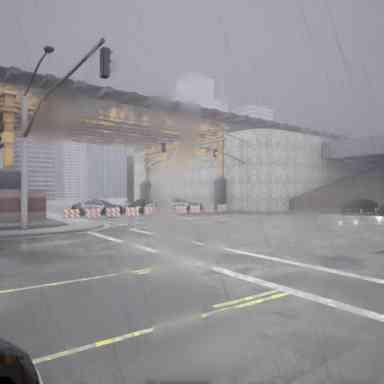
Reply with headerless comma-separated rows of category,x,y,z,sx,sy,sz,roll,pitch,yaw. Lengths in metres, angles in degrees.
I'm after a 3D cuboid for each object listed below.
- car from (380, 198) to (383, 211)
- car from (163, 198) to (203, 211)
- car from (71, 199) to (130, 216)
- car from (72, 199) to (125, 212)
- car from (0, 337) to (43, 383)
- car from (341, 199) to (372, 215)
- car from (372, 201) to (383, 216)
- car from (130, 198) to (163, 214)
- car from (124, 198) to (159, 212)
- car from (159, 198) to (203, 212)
car,25.006,1.491,40.283,4.902,1.511,2.128,0,0,-37
car,-1.360,1.295,38.571,4.536,1.218,1.853,0,0,-7
car,-8.949,1.453,32.116,4.974,1.542,2.038,0,0,8
car,-9.001,1.295,32.123,4.536,1.218,1.853,0,0,8
car,-3.274,1.492,1.436,4.902,1.511,2.128,0,0,-35
car,17.480,1.477,34.601,5.008,1.535,1.882,0,0,-37
car,19.839,1.547,32.000,5.357,1.411,2.033,0,0,-37
car,-5.210,1.452,34.810,2.038,1.542,4.974,0,0,18
car,-5.195,1.295,34.859,1.853,1.218,4.536,0,0,18
car,-1.308,1.452,38.578,4.974,1.542,2.038,0,0,-7
